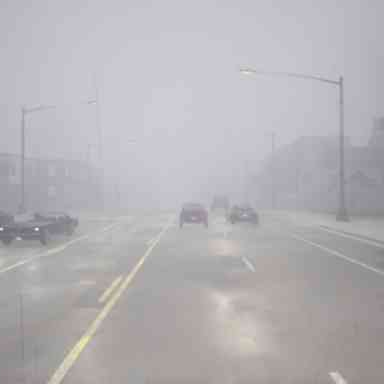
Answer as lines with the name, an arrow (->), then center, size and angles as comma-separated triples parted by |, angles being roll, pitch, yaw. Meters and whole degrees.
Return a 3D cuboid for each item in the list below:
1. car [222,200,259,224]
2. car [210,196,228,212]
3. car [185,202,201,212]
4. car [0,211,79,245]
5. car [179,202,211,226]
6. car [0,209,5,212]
car -> 3.606, 1.571, 24.520 | 1.994, 1.385, 4.181 | 0, 0, 0
car -> 3.598, 1.531, 43.611 | 2.150, 2.045, 5.566 | 0, -2, 0
car -> 0.095, 1.887, 42.811 | 1.895, 1.301, 4.718 | 0, -2, 0
car -> -7.053, 1.603, 15.750 | 1.895, 1.301, 4.718 | 0, 0, 0
car -> 0.106, 1.481, 23.212 | 1.882, 1.535, 5.008 | 0, 0, 0
car -> -10.548, 1.494, 16.132 | 2.128, 1.511, 4.902 | 0, 0, 0
